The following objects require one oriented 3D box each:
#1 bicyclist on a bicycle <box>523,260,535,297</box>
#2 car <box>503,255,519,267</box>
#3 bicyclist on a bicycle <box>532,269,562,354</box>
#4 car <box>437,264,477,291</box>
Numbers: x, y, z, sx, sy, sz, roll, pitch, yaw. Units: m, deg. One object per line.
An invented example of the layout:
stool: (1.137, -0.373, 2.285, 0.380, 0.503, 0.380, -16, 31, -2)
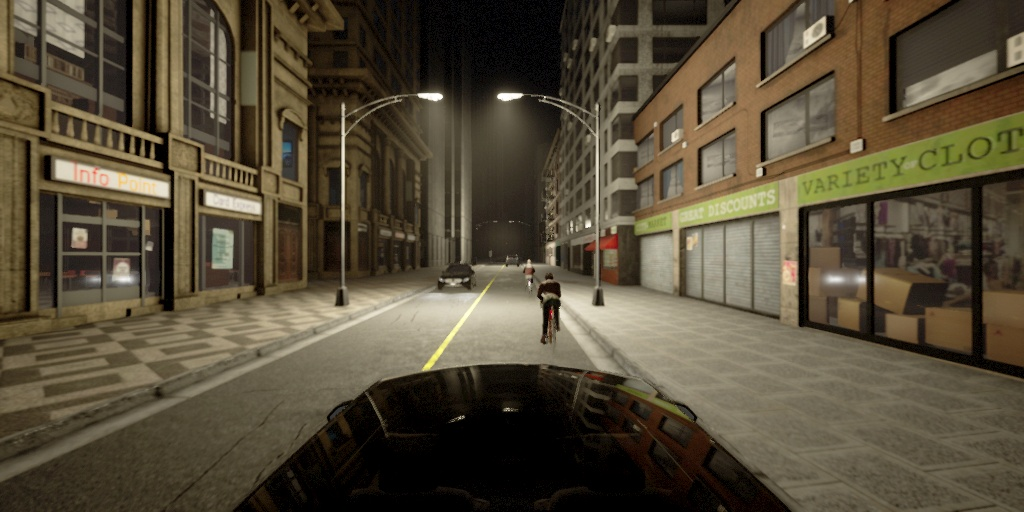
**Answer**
bicyclist on a bicycle: (0.825, 1.060, 17.392, 0.659, 1.776, 1.843, 0, 0, 0)
car: (0.092, 0.764, 62.042, 2.150, 2.045, 5.566, 0, 0, 0)
bicyclist on a bicycle: (0.825, 1.180, 7.788, 0.582, 1.620, 1.656, 0, 0, 0)
car: (-3.088, 1.201, 21.039, 1.812, 1.442, 4.674, 0, 0, 0)
